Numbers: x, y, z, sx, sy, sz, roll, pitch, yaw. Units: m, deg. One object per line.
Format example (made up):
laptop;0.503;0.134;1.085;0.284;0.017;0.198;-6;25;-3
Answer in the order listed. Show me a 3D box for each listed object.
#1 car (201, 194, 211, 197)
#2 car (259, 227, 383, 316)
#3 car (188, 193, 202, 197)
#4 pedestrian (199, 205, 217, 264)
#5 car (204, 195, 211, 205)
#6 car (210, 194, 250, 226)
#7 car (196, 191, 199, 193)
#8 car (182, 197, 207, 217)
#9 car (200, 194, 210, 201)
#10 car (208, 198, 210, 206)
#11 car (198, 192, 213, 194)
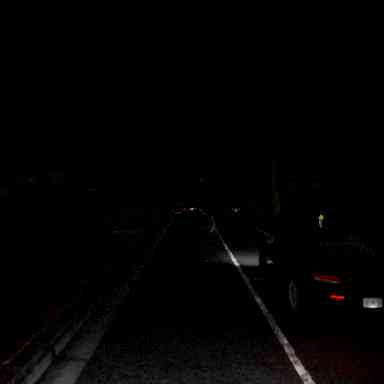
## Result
car;2.656;1.313;44.730;1.947;1.339;4.313;2;1;0
car;2.749;1.511;7.360;1.812;1.442;4.674;0;0;0
car;0.048;1.282;45.991;2.033;1.411;5.357;0;1;1
pedestrian;0.481;1.270;10.223;0.375;1.860;0.375;2;-1;0
car;2.656;1.365;39.174;1.947;1.339;4.313;2;1;0
car;2.663;1.236;22.503;2.192;1.841;5.009;2;0;0
car;2.650;0.824;89.157;1.967;1.590;4.097;2;0;0
car;0.052;1.424;29.620;2.033;1.411;5.357;0;0;0
car;2.650;1.127;66.944;1.802;1.307;4.206;2;0;0
car;2.657;1.432;28.062;1.887;1.381;4.507;2;0;0
car;2.662;0.957;55.835;2.192;1.841;5.009;2;1;0
